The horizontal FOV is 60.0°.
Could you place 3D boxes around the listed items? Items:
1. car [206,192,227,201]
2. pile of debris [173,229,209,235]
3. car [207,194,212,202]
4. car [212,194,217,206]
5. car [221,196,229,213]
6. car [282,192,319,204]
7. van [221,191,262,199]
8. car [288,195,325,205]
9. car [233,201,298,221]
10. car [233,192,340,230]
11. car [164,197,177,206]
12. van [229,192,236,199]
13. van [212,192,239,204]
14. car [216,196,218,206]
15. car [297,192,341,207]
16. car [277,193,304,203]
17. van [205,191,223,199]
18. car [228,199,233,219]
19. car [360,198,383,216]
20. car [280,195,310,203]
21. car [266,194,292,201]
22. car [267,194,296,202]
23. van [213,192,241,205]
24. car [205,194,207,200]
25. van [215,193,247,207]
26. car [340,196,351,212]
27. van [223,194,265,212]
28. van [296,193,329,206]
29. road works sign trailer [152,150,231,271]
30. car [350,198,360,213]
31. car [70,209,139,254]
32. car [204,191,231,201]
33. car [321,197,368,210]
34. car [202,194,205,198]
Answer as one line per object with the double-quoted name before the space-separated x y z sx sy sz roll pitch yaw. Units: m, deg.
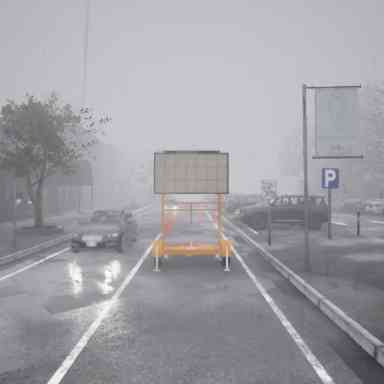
"car" 5.478 0.988 73.844 4.553 1.767 2.185 0 1 0
"pile of debris" -0.036 2.146 17.851 1.860 0.140 1.500 0 0 0
"car" 5.558 1.079 51.417 5.566 2.045 2.435 0 1 0
"car" 5.612 1.379 45.811 4.892 1.521 2.231 0 0 0
"car" 5.649 1.440 31.788 5.008 1.535 2.097 0 0 0
"car" 18.674 1.020 57.577 5.566 2.045 2.435 0 1 0
"van" 5.528 1.209 34.594 4.442 1.987 1.878 0 0 0
"car" 18.841 1.296 54.804 5.366 1.575 1.946 0 1 0
"car" 5.676 1.491 26.181 4.674 1.452 2.002 0 0 0
"car" 5.665 1.209 20.574 5.566 2.045 2.435 0 0 0
"car" -3.358 1.426 51.736 1.895 1.301 4.718 0 0 0
"van" 5.781 1.220 28.984 4.442 1.987 1.878 0 0 0
"van" 5.684 1.050 57.024 4.442 1.987 1.878 0 1 0
"car" 5.654 1.444 40.200 4.792 1.488 2.163 0 0 0
"car" 18.702 1.101 49.251 5.566 2.045 2.435 0 1 0
"car" 18.657 1.093 63.131 4.553 1.767 2.185 0 1 0
"van" 5.364 0.807 82.252 4.442 1.987 1.878 0 1 0
"car" 5.498 1.453 23.378 5.366 1.575 1.946 0 0 0
"car" 18.712 1.194 29.816 5.566 2.045 2.435 0 0 0
"car" 18.607 1.275 60.355 4.792 1.488 2.163 0 1 0
"car" 18.603 1.139 71.459 4.892 1.521 2.231 0 1 0
"car" 18.422 1.162 68.681 5.366 1.575 1.946 0 1 0
"van" 5.693 1.077 54.221 4.442 1.987 1.878 0 1 0
"car" 5.536 1.235 65.436 4.674 1.452 2.002 0 1 0
"van" 5.713 1.131 48.617 4.442 1.987 1.878 0 0 0
"car" 18.716 1.432 35.369 5.008 1.535 2.097 0 0 0
"van" 5.751 1.198 37.396 4.442 1.987 1.878 0 0 0
"van" 18.781 1.100 52.028 4.442 1.987 1.878 0 1 0
"road works sign trailer" -0.026 0.458 10.831 2.380 3.560 2.880 0 0 -1
"car" 18.725 1.441 32.591 4.892 1.521 2.231 0 0 0
"car" -3.378 1.480 13.615 2.128 1.511 4.902 0 0 0
"car" 5.490 0.889 71.039 5.566 2.045 2.435 0 1 0
"car" 18.673 1.442 40.918 4.792 1.488 2.163 0 0 0
"car" 5.500 0.916 68.236 5.566 2.045 2.435 0 1 0
